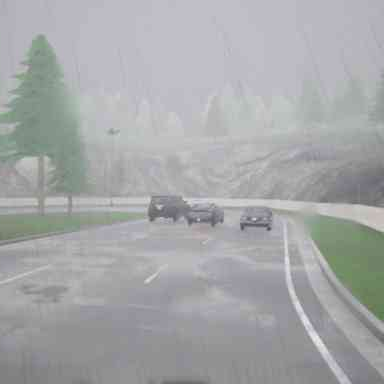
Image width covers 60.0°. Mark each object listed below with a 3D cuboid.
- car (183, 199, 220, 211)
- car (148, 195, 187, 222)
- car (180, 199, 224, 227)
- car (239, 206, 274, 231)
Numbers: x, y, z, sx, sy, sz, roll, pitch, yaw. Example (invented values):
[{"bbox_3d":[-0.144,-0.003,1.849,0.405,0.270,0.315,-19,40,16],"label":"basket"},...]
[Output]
[{"bbox_3d":[1.090,1.568,41.327,1.812,1.442,4.674,1,0,-42],"label":"car"},{"bbox_3d":[-1.739,1.245,26.486,2.150,2.045,5.566,0,0,13],"label":"car"},{"bbox_3d":[1.040,1.516,22.975,2.128,1.511,4.902,0,0,15],"label":"car"},{"bbox_3d":[4.146,1.574,21.108,2.033,1.411,5.357,0,0,15],"label":"car"}]
